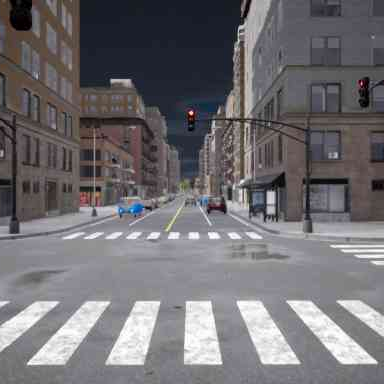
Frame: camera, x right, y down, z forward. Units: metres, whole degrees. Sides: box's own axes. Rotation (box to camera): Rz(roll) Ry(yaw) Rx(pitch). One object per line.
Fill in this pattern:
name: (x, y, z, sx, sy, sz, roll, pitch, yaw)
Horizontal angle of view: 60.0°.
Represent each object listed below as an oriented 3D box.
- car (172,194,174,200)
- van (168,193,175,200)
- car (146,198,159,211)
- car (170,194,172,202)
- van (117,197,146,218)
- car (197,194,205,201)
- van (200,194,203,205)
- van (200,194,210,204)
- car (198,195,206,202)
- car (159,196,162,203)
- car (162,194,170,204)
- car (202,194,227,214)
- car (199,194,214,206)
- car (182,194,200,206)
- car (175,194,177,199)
car: (-5.710, 1.556, 73.213, 1.947, 1.339, 4.313, 0, 0, 0)
van: (-5.798, 1.327, 94.838, 1.690, 1.788, 3.998, 0, 0, 0)
car: (-5.578, 1.562, 40.775, 1.947, 1.339, 4.313, 0, 0, 0)
car: (-5.688, 1.542, 67.806, 2.008, 1.369, 4.403, 0, 0, 0)
van: (-5.534, 1.339, 29.963, 1.690, 1.788, 3.998, 0, 0, 0)
car: (2.300, 1.428, 84.061, 1.967, 1.590, 4.097, 0, 0, 0)
van: (2.470, 1.335, 51.624, 1.690, 1.788, 3.998, 0, 0, 0)
van: (2.413, 1.333, 62.437, 1.690, 1.788, 3.998, 0, 0, 0)
car: (2.327, 1.514, 78.825, 1.752, 1.417, 4.829, 0, 0, 0)
car: (-5.600, 1.540, 46.182, 1.887, 1.381, 4.507, 0, 0, 0)
car: (-5.665, 1.518, 62.231, 1.752, 1.417, 4.829, 0, 0, 0)
car: (2.555, 1.312, 35.406, 2.192, 1.841, 5.009, 0, 0, 0)
car: (2.442, 1.308, 57.031, 2.192, 1.841, 5.009, 0, 0, 0)
car: (-0.183, 1.485, 55.105, 2.128, 1.511, 4.902, 0, 0, 0)
car: (-5.776, 1.569, 89.431, 1.802, 1.307, 4.206, 0, 0, 0)
